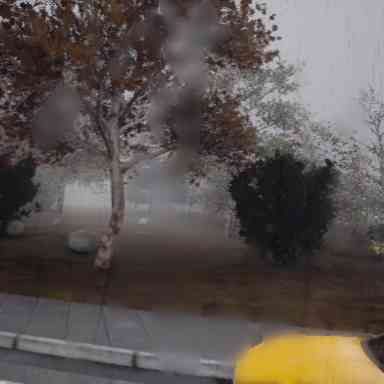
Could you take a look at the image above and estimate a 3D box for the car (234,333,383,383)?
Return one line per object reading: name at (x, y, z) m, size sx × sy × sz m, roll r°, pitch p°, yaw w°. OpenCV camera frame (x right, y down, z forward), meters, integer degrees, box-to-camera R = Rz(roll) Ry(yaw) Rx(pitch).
car at (2.843, 1.857, 2.784) m, size 5.008 × 1.535 × 1.882 m, roll 3°, pitch -4°, yaw 6°
